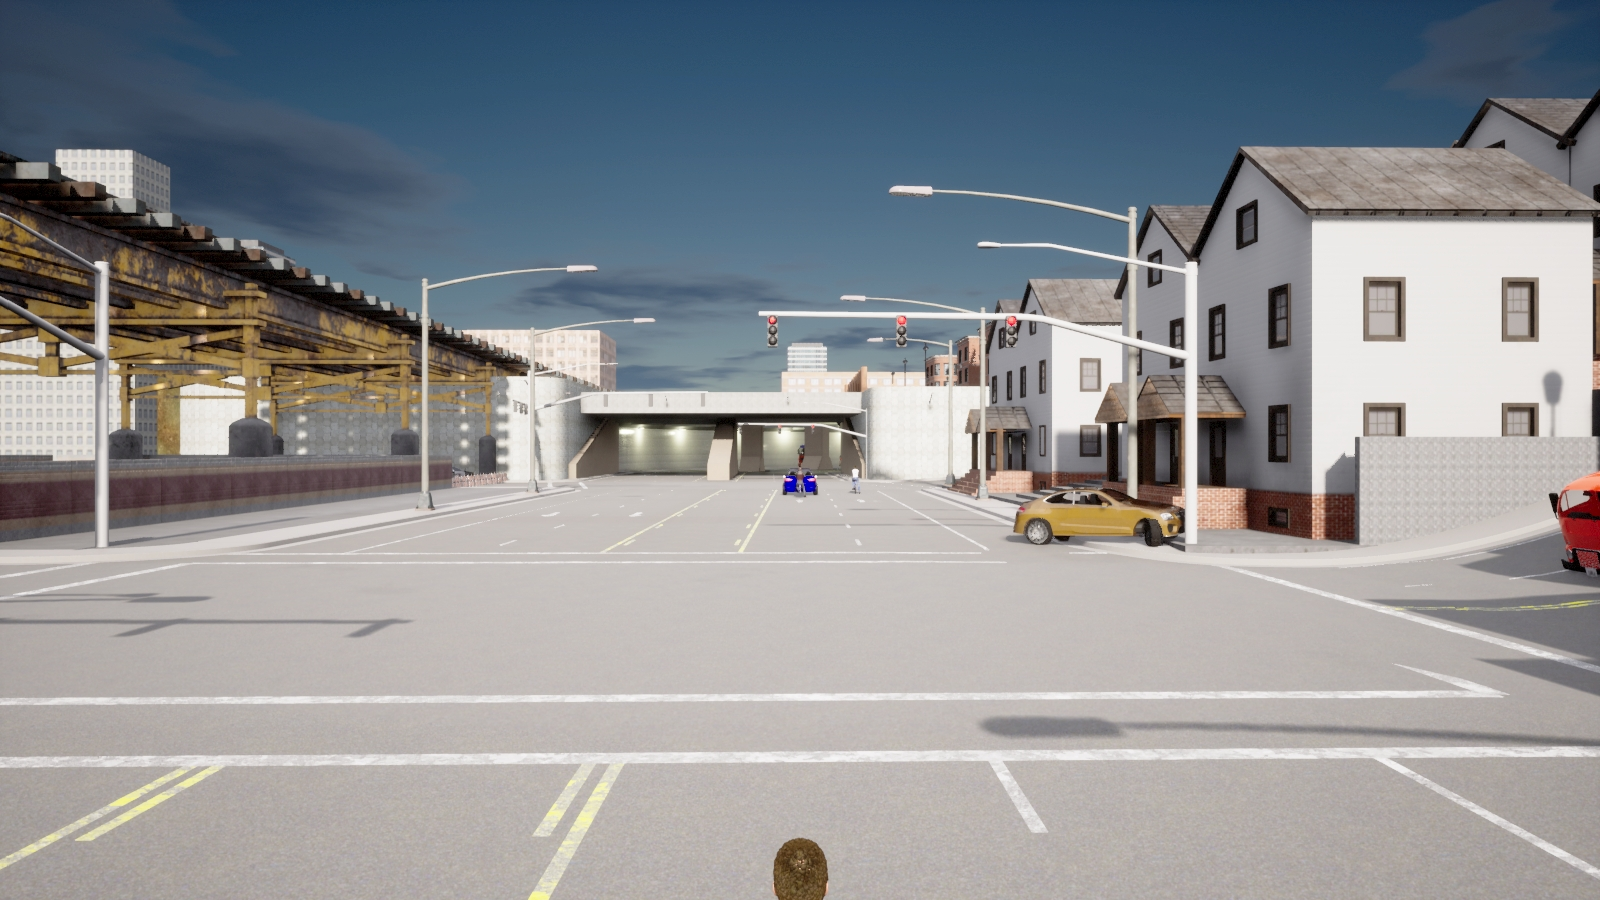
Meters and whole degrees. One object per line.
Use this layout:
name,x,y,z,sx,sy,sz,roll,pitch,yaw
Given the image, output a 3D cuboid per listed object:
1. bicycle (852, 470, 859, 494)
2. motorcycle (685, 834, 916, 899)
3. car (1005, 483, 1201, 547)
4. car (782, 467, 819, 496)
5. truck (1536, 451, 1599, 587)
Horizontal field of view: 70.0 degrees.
bicycle,3.507,2.018,72.556,0.373,1.521,1.643,0,0,0
motorcycle,0.002,2.172,3.626,0.803,1.224,2.033,0,0,0
car,8.816,1.905,33.460,5.027,1.651,2.152,-3,0,36
car,0.007,1.942,71.643,2.242,1.667,4.611,0,0,0
truck,18.366,0.881,22.796,5.204,2.467,2.627,-16,0,-1
